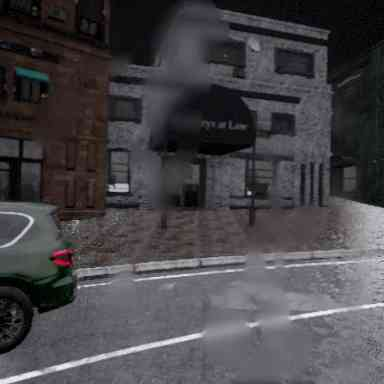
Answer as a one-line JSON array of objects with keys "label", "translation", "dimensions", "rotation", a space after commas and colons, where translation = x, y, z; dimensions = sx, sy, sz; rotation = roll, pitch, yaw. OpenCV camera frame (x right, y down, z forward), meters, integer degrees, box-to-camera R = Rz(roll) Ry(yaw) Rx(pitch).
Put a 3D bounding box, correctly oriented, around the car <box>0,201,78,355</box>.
[{"label": "car", "translation": [-4.463, 1.169, 4.495], "dimensions": [5.566, 2.045, 2.150], "rotation": [0, 0, -33]}]
